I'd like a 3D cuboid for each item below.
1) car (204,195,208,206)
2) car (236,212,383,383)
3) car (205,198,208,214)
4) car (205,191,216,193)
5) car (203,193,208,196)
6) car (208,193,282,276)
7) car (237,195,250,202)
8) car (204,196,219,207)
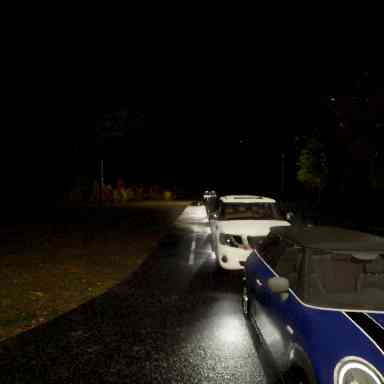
[{"bbox_3d":[2.224,1.322,29.313,1.882,1.535,5.008,0,0,2],"label":"car"},{"bbox_3d":[1.941,1.338,4.126,2.097,1.767,4.553,0,0,0],"label":"car"},{"bbox_3d":[2.062,1.380,23.060,1.837,1.490,4.892,0,0,2],"label":"car"},{"bbox_3d":[2.964,0.938,54.408,2.150,2.045,5.566,0,0,3],"label":"car"},{"bbox_3d":[2.558,1.274,41.567,2.128,1.511,4.902,0,0,2],"label":"car"},{"bbox_3d":[1.745,1.160,10.473,2.150,2.045,5.566,0,0,1],"label":"car"},{"bbox_3d":[10.169,1.222,65.421,1.994,1.385,4.181,0,0,1],"label":"car"},{"bbox_3d":[2.761,1.314,47.975,1.994,1.385,4.181,0,0,3],"label":"car"}]
